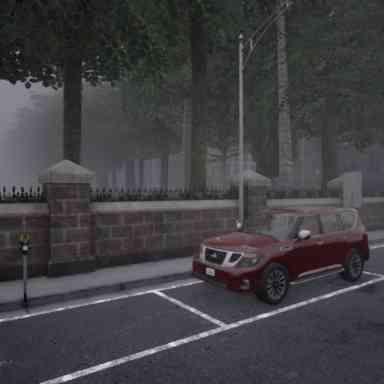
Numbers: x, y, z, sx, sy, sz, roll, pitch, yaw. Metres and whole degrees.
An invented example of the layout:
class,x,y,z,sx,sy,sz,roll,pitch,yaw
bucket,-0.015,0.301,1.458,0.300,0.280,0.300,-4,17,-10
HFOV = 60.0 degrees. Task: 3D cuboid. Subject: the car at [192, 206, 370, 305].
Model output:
class,x,y,z,sx,sy,sz,roll,pitch,yaw
car,2.422,1.312,8.261,5.009,1.841,2.192,0,0,-36
